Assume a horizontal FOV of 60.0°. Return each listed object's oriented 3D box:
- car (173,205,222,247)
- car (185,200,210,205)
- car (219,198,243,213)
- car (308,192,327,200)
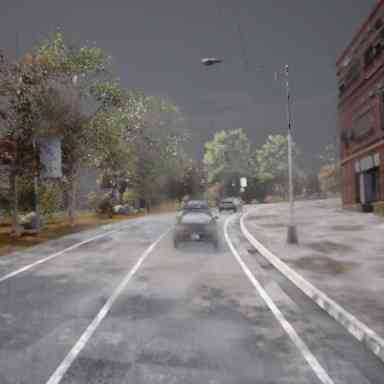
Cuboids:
[{"bbox_3d":[0.227,1.515,14.812,1.812,1.442,4.674,0,0,3],"label":"car"},{"bbox_3d":[0.508,1.547,35.802,2.033,1.411,5.357,-2,-1,19],"label":"car"},{"bbox_3d":[4.213,1.367,35.610,2.128,1.511,4.902,-2,0,20],"label":"car"},{"bbox_3d":[25.607,0.828,67.985,4.902,1.511,2.128,-2,-3,-37],"label":"car"}]
